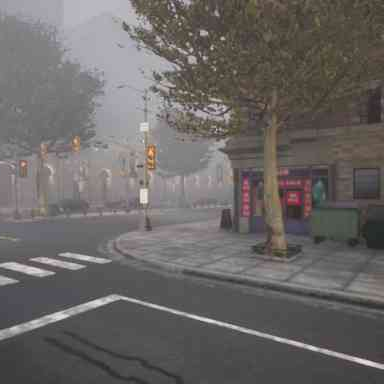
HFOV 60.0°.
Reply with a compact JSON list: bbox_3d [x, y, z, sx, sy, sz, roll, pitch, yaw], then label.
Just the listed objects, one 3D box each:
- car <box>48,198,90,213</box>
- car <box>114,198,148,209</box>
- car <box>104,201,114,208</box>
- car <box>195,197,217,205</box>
[{"bbox_3d":[-13.908,1.498,37.471,1.837,1.490,4.892,0,0,36],"label":"car"},{"bbox_3d":[-7.985,1.518,45.681,1.812,1.442,4.674,0,0,36],"label":"car"},{"bbox_3d":[-10.283,1.587,47.904,1.895,1.301,4.718,0,0,36],"label":"car"},{"bbox_3d":[2.488,1.594,60.187,1.895,1.301,4.718,0,0,36],"label":"car"}]
